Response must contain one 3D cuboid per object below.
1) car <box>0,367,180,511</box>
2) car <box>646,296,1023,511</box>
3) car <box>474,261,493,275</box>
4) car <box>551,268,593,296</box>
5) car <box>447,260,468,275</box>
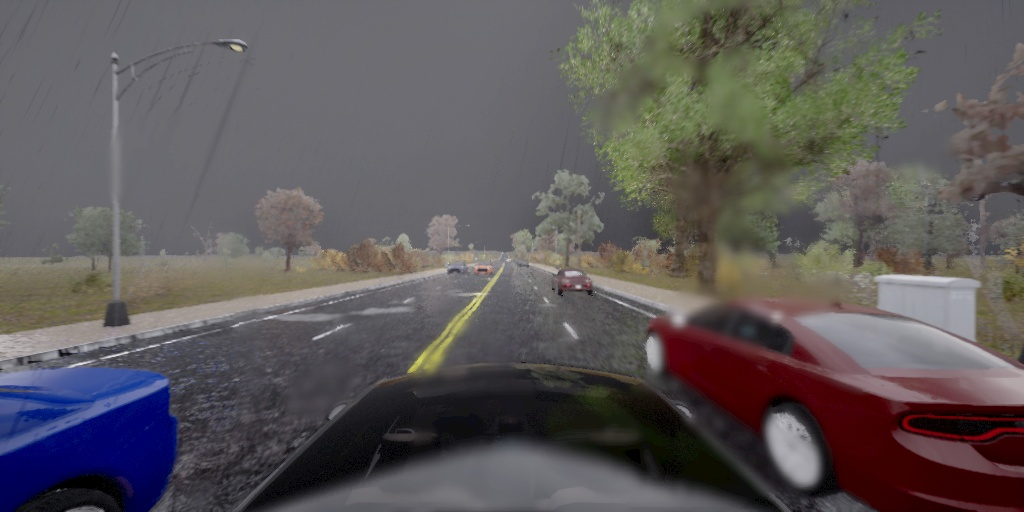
[{"bbox_3d":[-3.351,1.218,0.457,1.882,1.535,5.008,0,0,0],"label":"car"},{"bbox_3d":[3.351,1.247,4.532,1.882,1.535,5.008,0,0,0],"label":"car"},{"bbox_3d":[-3.419,1.377,43.806,2.097,1.767,4.553,0,0,0],"label":"car"},{"bbox_3d":[3.344,1.403,20.383,1.812,1.442,4.674,0,0,0],"label":"car"},{"bbox_3d":[-6.669,1.379,44.109,2.097,1.767,4.553,0,0,0],"label":"car"}]
